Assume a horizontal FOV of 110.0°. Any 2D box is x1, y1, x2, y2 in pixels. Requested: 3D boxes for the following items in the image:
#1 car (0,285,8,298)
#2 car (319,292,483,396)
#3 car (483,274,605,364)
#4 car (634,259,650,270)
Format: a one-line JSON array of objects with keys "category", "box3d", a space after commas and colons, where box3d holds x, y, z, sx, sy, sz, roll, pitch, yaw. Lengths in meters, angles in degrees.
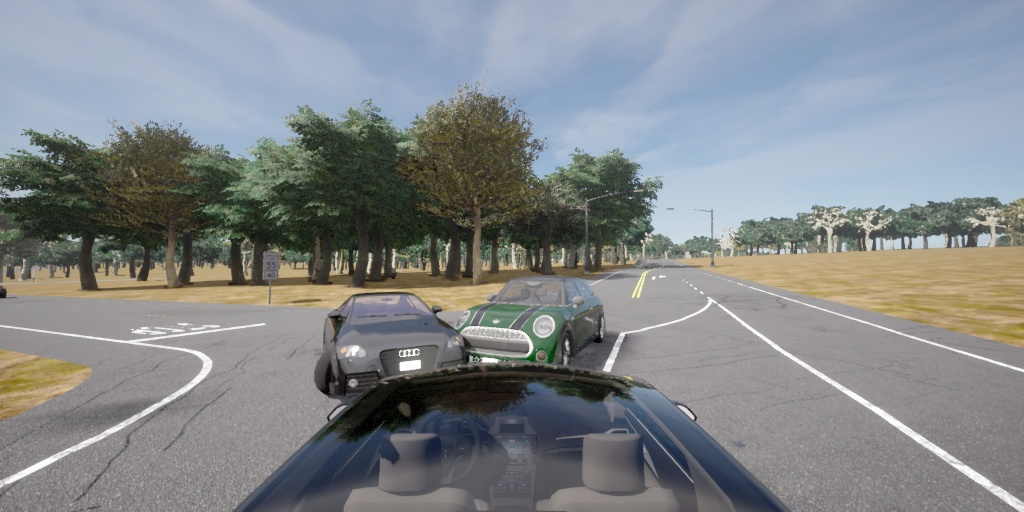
[{"category": "car", "box3d": [-40.852, 2.566, 27.440, 4.181, 1.385, 1.994, -2, -3, 22]}, {"category": "car", "box3d": [-2.356, 1.376, 6.659, 1.994, 1.385, 4.181, 1, -2, -29]}, {"category": "car", "box3d": [0.617, 1.219, 7.864, 2.097, 1.767, 4.553, -1, -2, 26]}, {"category": "car", "box3d": [21.407, 1.330, 59.011, 2.097, 1.767, 4.553, -1, 0, 28]}]
